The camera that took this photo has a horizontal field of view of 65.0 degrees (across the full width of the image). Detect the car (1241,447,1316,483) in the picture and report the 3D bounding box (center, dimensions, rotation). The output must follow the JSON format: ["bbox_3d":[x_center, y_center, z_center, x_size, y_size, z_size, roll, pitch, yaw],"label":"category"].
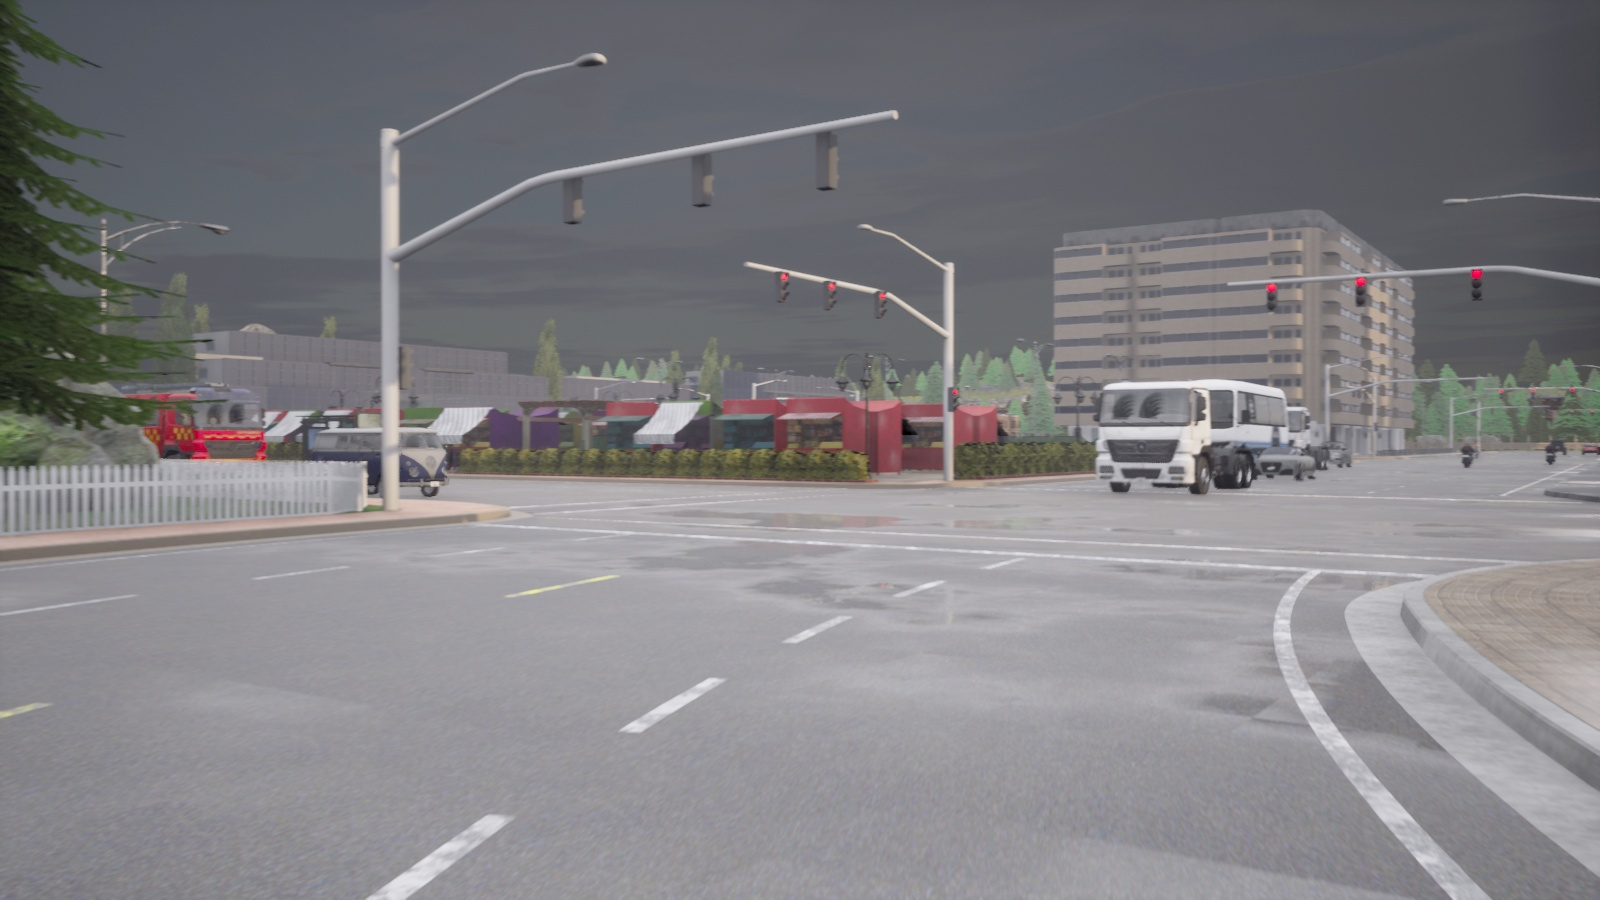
[{"bbox_3d":[19.413,0.562,50.835,1.994,1.385,4.181,0,0,33],"label":"car"}]

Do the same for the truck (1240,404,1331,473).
[{"bbox_3d":[26.054,-0.561,67.172,2.891,3.462,7.936,0,0,34],"label":"truck"}]

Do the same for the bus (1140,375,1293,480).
[{"bbox_3d":[18.894,-0.911,56.382,3.944,4.253,10.273,0,0,33],"label":"bus"}]

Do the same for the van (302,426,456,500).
[{"bbox_3d":[-11.954,0.329,35.556,4.442,1.987,1.775,0,0,34],"label":"van"}]

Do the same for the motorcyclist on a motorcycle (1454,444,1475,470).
[{"bbox_3d":[39.867,0.435,75.348,0.866,1.530,2.191,0,0,34],"label":"motorcyclist on a motorcycle"}]

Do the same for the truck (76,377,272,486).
[{"bbox_3d":[-23.972,-0.682,47.869,8.468,3.827,2.891,0,0,34],"label":"truck"}]

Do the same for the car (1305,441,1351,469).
[{"bbox_3d":[32.097,0.277,76.293,1.851,1.617,3.988,0,0,34],"label":"car"}]

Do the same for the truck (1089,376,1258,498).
[{"bbox_3d":[11.933,-0.419,39.541,2.891,3.462,7.936,0,1,34],"label":"truck"}]
